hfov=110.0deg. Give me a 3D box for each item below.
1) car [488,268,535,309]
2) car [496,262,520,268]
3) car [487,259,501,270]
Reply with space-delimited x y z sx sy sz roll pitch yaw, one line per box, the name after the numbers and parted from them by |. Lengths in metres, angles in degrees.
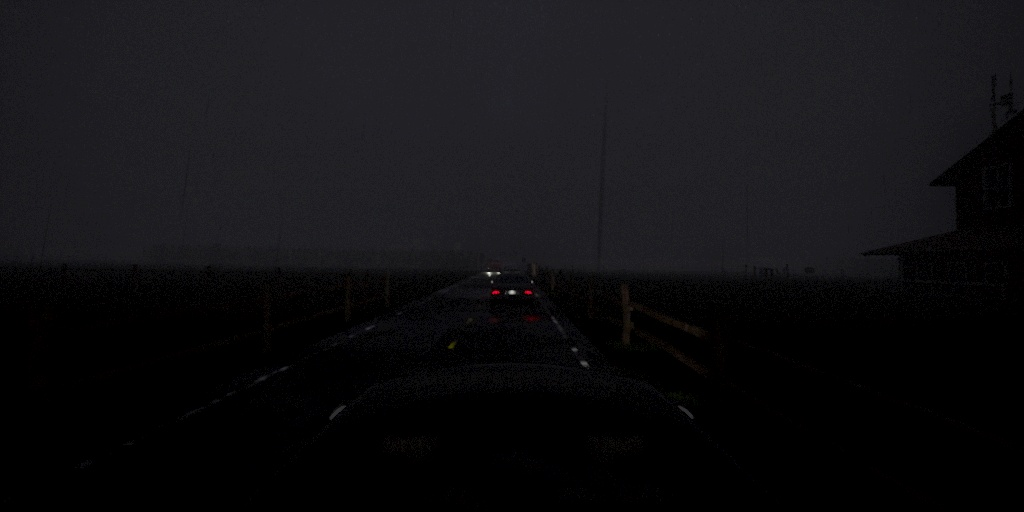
0.002 1.432 15.846 2.033 1.411 5.357 0 -1 0 | car
0.005 1.523 31.152 2.128 1.511 4.902 0 0 0 | car
-2.749 1.500 58.556 2.150 2.045 5.566 0 -1 0 | car
